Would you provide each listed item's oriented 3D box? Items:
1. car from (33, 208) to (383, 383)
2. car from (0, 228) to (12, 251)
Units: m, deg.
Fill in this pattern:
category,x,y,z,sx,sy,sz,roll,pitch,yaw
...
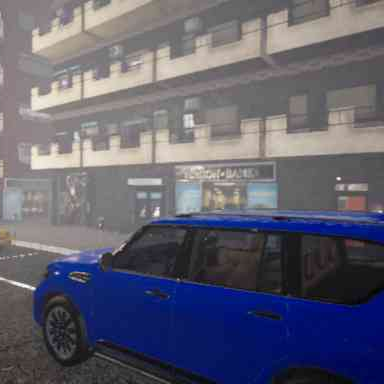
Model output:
category,x,y,z,sx,sy,sz,roll,pitch,yaw
car,0.341,1.230,4.119,5.566,2.045,2.150,0,0,36
car,-8.803,1.531,12.853,4.829,1.417,1.752,0,1,36
